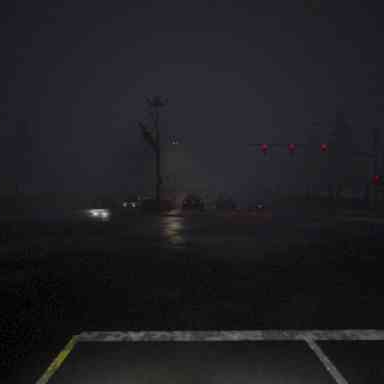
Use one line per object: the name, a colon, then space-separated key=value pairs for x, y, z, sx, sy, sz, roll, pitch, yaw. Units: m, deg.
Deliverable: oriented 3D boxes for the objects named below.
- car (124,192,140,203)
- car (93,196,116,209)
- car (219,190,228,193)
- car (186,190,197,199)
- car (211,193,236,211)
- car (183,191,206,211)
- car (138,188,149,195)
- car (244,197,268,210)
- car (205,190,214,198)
car: x=-10.597 y=1.056 z=57.722 sx=1.812 sy=1.442 sz=4.674 roll=0 pitch=1 yaw=0
car: x=-10.594 y=1.195 z=40.429 sx=2.128 sy=1.511 sz=4.902 roll=0 pitch=0 yaw=0
car: x=6.871 y=0.290 z=72.117 sx=1.812 sy=1.442 sz=4.674 roll=0 pitch=5 yaw=0
car: x=-0.108 y=0.538 z=68.350 sx=2.128 sy=1.511 sz=4.902 roll=0 pitch=4 yaw=0
car: x=3.599 y=1.225 z=36.182 sx=2.128 sy=1.511 sz=4.902 roll=0 pitch=0 yaw=0
car: x=0.099 y=1.088 z=35.907 sx=2.097 sy=1.767 sz=4.553 roll=0 pitch=0 yaw=0
car: x=-10.635 y=-0.047 z=73.020 sx=2.097 sy=1.767 sz=4.553 roll=0 pitch=5 yaw=0
car: x=7.099 y=1.252 z=37.237 sx=1.812 sy=1.442 sz=4.674 roll=0 pitch=0 yaw=0
car: x=3.392 y=0.397 z=68.331 sx=2.097 sy=1.767 sz=4.553 roll=0 pitch=4 yaw=0
